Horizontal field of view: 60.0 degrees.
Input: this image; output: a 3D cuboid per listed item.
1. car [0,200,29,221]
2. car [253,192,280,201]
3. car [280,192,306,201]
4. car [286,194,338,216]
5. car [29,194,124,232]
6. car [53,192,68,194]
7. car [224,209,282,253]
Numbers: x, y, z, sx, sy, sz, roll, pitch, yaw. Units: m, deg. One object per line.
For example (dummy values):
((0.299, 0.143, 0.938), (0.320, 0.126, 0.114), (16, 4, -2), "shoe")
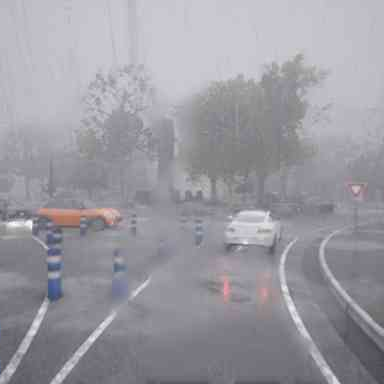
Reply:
((-13.391, 1.283, 23.954), (4.181, 1.385, 1.994), (1, 1, 32), "car")
((11.630, 0.702, 51.537), (1.837, 1.490, 4.892), (1, 0, -33), "car")
((16.011, 0.746, 50.295), (1.812, 1.442, 4.674), (0, 1, -25), "car")
((10.350, 1.149, 27.908), (4.892, 1.490, 1.837), (-1, 2, -39), "car")
((-6.158, 1.176, 18.512), (4.553, 1.767, 2.097), (0, 1, 7), "car")
((-20.482, 0.735, 50.889), (1.812, 1.442, 4.674), (1, 1, 34), "car")
((2.557, 1.428, 13.421), (1.812, 1.442, 4.674), (0, 1, 19), "car")
